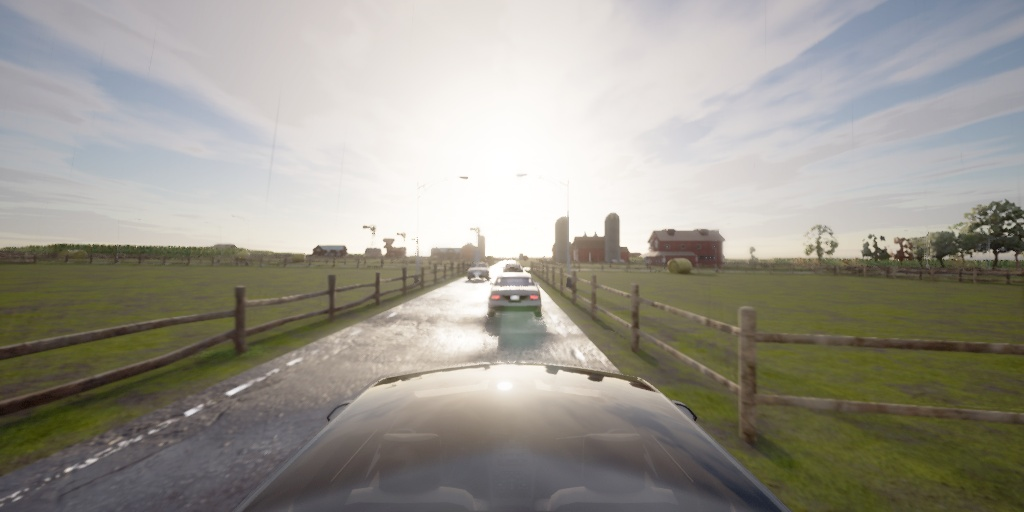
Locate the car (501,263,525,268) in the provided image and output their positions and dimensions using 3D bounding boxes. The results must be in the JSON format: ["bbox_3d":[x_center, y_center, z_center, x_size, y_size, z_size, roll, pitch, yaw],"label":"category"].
[{"bbox_3d":[0.086,1.368,32.729,1.837,1.490,4.892,0,0,0],"label":"car"}]

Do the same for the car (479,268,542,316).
[{"bbox_3d":[0.091,1.340,13.504,2.033,1.411,5.357,0,0,0],"label":"car"}]

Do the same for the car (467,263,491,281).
[{"bbox_3d":[-2.858,1.352,31.898,2.128,1.511,4.902,0,0,0],"label":"car"}]
